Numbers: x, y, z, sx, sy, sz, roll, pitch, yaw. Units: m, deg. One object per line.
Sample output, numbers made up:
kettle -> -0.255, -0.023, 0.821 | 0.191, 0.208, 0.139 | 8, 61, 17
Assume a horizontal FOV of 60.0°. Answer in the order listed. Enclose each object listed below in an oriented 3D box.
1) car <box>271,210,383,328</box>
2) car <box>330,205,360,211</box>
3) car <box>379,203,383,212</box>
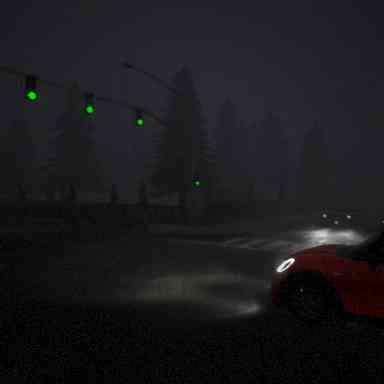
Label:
car -> 3.703, 1.351, 5.650 | 4.553, 1.767, 2.097 | 0, 0, 36
car -> 10.259, 1.593, 22.515 | 1.895, 1.301, 4.718 | 0, 0, 35
car -> 12.683, 1.218, 19.964 | 2.150, 2.045, 5.566 | 0, 0, 32
